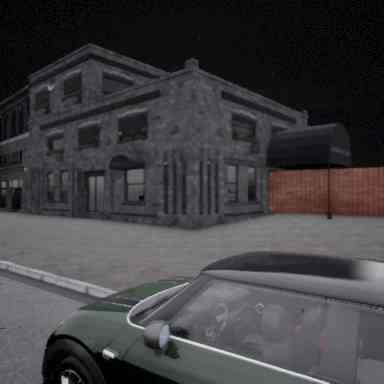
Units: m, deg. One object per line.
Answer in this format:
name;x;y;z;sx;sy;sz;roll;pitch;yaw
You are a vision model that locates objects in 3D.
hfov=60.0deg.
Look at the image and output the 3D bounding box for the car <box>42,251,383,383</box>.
car;0.664;1.357;3.000;4.553;1.767;2.097;0;0;36
